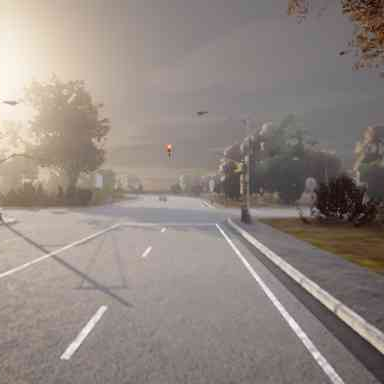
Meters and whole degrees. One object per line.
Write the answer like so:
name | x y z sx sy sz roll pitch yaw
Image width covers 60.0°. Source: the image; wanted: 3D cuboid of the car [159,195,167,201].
car | -7.315 1.538 83.113 1.837 1.490 4.892 0 0 -2

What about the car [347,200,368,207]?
car | 17.225 1.543 33.092 4.892 1.490 1.837 0 0 -3
